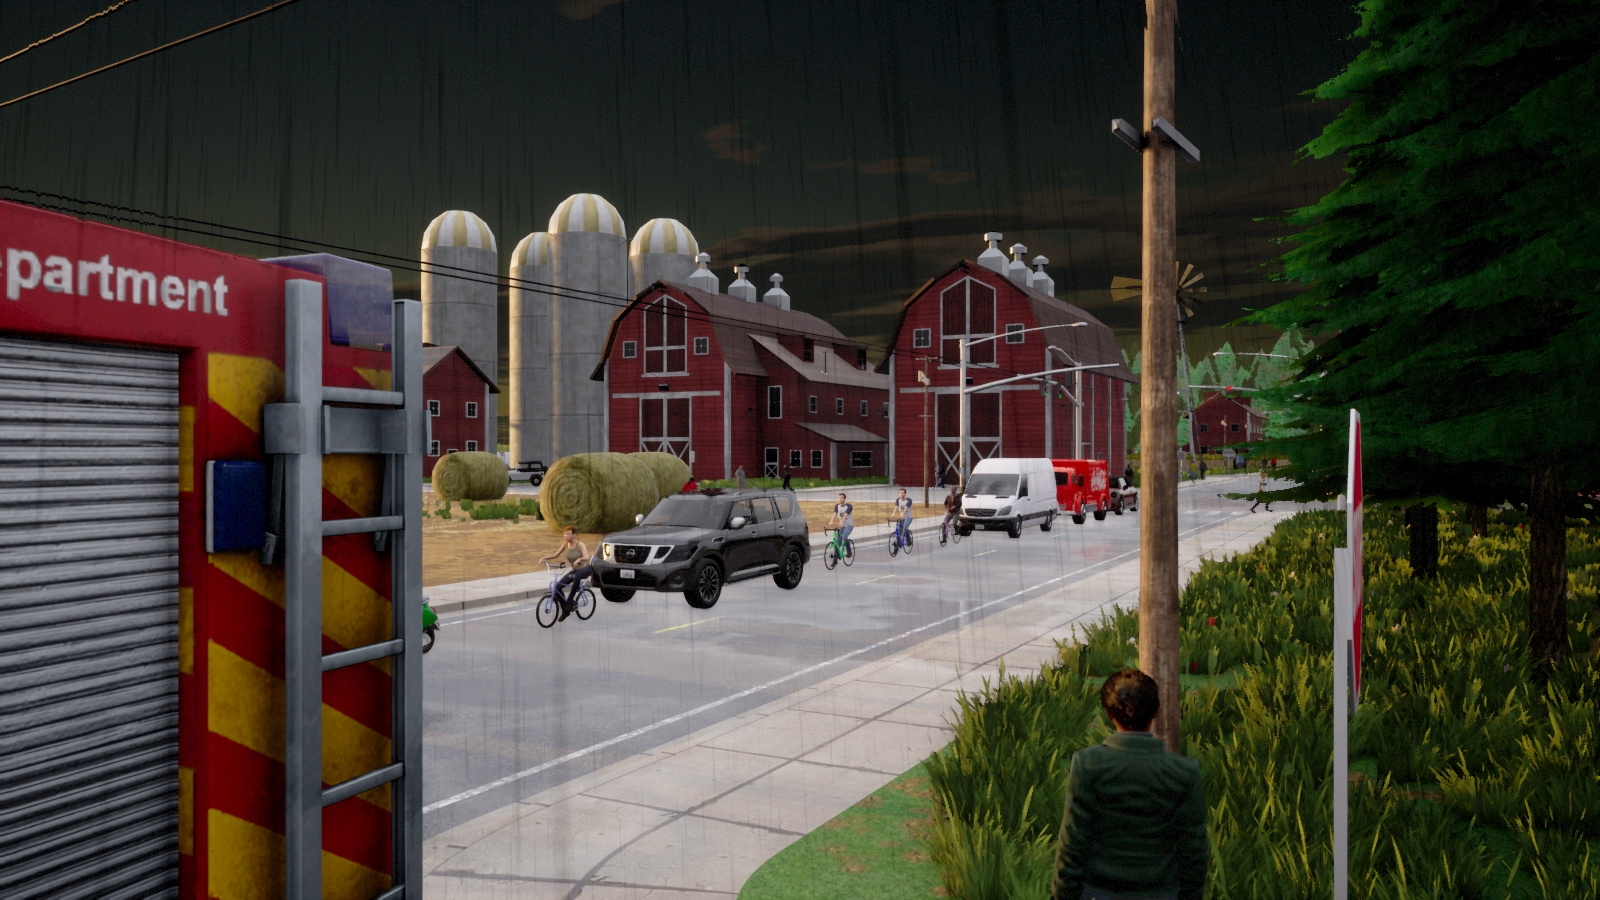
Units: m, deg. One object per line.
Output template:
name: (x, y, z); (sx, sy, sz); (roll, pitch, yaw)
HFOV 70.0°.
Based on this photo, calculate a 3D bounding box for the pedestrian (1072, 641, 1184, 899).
pedestrian: (1.185, 1.663, 4.160); (0.375, 1.860, 0.375); (0, 0, 14)

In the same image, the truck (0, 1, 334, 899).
truck: (-5.984, 0.867, 3.785); (8.468, 3.827, 2.891); (0, 0, 20)

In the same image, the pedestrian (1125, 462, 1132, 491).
pedestrian: (21.134, 1.696, 73.443); (0.375, 1.860, 0.375); (0, 0, 30)

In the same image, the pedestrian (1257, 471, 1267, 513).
pedestrian: (20.415, 1.841, 50.522); (0.375, 1.860, 0.375); (0, 0, 19)

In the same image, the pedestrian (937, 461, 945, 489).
pedestrian: (9.605, 1.703, 77.803); (0.375, 1.860, 0.375); (0, 0, 28)

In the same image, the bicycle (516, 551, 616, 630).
bicycle: (-3.788, 2.256, 18.586); (0.859, 1.080, 1.487); (0, 0, 28)

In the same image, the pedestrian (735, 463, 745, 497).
pedestrian: (-3.355, 1.670, 63.627); (0.375, 1.860, 0.375); (0, 0, 36)

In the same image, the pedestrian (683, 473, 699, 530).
pedestrian: (-3.567, 1.681, 37.368); (0.375, 1.860, 0.375); (0, 0, 34)

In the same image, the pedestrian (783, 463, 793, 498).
pedestrian: (-0.658, 1.669, 62.623); (0.375, 1.860, 0.375); (0, 0, 30)

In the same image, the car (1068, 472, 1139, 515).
car: (13.665, 1.903, 51.222); (2.097, 1.767, 4.553); (0, 0, 28)

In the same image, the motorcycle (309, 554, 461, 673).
motorcycle: (-5.524, 2.142, 15.315); (0.856, 1.316, 1.805); (0, 0, 28)

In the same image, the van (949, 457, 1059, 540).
van: (7.070, 1.534, 38.950); (1.988, 2.561, 5.915); (0, 0, 28)

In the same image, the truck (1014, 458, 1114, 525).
truck: (10.562, 1.568, 45.375); (2.627, 2.467, 5.204); (0, 0, 28)

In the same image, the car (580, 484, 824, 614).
car: (-1.718, 1.779, 22.433); (2.150, 2.045, 5.566); (0, 0, 27)
